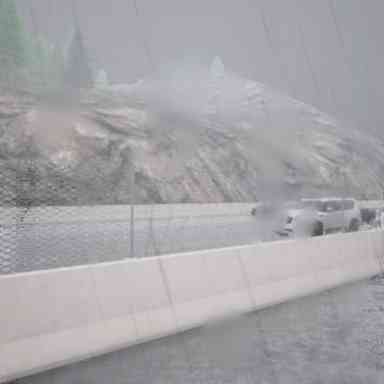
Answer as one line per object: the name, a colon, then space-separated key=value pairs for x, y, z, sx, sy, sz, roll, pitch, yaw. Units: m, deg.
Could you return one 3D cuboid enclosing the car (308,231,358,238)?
car: x=6.640 y=1.308 z=17.343 sx=5.566 sy=2.045 sz=2.150 roll=0 pitch=0 yaw=-36
